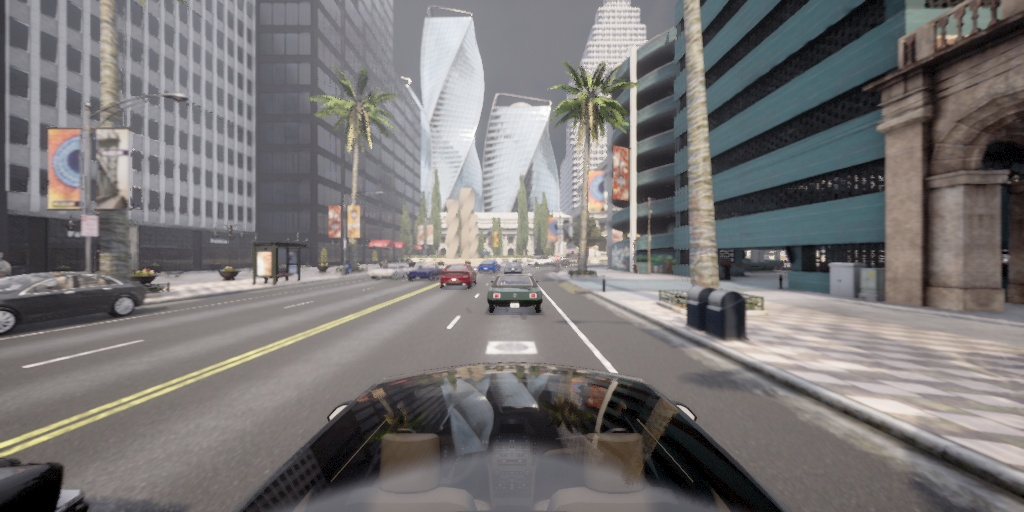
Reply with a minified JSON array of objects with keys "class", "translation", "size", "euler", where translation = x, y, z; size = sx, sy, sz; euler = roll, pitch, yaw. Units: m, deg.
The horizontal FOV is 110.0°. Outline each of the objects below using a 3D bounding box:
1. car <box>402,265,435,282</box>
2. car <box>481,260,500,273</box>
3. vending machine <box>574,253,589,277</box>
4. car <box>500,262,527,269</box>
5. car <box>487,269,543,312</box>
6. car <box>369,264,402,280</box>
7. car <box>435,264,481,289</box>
[{"class":"car","translation":[-7.062,1.356,29.216],"size":[1.895,1.301,4.718],"euler":[0,0,1]},{"class":"car","translation":[-2.514,1.235,42.347],"size":[1.882,1.535,5.008],"euler":[0,0,9]},{"class":"vending machine","translation":[7.796,0.952,40.073],"size":[1.100,2.100,0.880],"euler":[0,0,10]},{"class":"car","translation":[0.233,1.304,36.321],"size":[2.033,1.411,5.357],"euler":[0,0,3]},{"class":"car","translation":[0.098,1.353,14.151],"size":[1.895,1.301,4.718],"euler":[0,0,0]},{"class":"car","translation":[-10.529,1.356,30.940],"size":[1.895,1.301,4.718],"euler":[0,0,1]},{"class":"car","translation":[-3.404,1.232,23.497],"size":[1.882,1.535,5.008],"euler":[0,0,0]}]
